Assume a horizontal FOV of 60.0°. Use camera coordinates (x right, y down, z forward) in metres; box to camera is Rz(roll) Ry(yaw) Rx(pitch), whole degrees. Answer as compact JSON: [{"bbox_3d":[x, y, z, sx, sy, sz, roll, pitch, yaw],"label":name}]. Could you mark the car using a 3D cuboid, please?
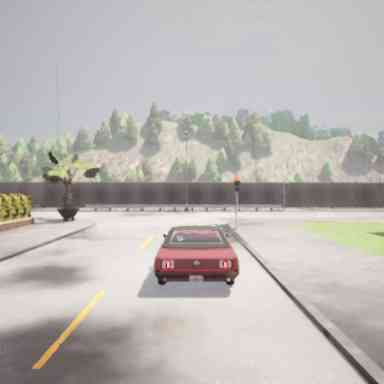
[{"bbox_3d":[0.097,1.555,9.303,1.895,1.301,4.718,0,0,0],"label":"car"}]
